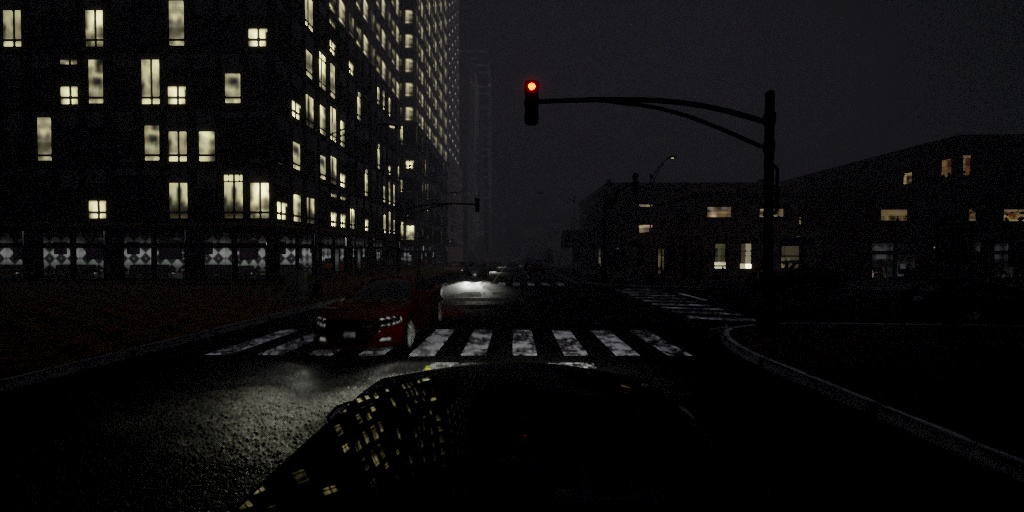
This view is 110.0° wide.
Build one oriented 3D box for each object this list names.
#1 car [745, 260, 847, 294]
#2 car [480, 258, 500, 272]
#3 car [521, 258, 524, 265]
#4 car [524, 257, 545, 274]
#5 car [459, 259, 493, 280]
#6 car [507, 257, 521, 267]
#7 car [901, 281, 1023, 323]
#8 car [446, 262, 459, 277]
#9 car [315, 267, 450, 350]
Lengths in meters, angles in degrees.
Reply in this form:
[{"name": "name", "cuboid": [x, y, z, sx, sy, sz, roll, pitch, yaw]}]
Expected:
[{"name": "car", "cuboid": [16.559, 1.166, 21.019, 5.009, 1.841, 2.192, 0, 0, 1]}, {"name": "car", "cuboid": [-3.000, 1.304, 46.436, 1.994, 1.385, 4.181, 0, 0, 0]}, {"name": "car", "cuboid": [2.798, 1.053, 52.619, 2.192, 1.841, 5.009, 0, 0, 0]}, {"name": "car", "cuboid": [2.774, 1.180, 41.331, 1.967, 1.591, 4.097, 0, 0, 0]}, {"name": "car", "cuboid": [-2.996, 1.234, 30.852, 2.128, 1.511, 4.902, 0, 0, -1]}, {"name": "car", "cuboid": [0.133, 1.301, 63.834, 1.994, 1.385, 4.181, 0, 0, 0]}, {"name": "car", "cuboid": [16.434, 1.549, 12.641, 4.313, 1.339, 1.948, 0, 0, 1]}, {"name": "car", "cuboid": [-5.756, 1.267, 35.590, 1.751, 1.417, 4.829, 0, 0, 0]}, {"name": "car", "cuboid": [-3.086, 1.225, 9.301, 1.882, 1.535, 5.008, 0, 0, 0]}]
